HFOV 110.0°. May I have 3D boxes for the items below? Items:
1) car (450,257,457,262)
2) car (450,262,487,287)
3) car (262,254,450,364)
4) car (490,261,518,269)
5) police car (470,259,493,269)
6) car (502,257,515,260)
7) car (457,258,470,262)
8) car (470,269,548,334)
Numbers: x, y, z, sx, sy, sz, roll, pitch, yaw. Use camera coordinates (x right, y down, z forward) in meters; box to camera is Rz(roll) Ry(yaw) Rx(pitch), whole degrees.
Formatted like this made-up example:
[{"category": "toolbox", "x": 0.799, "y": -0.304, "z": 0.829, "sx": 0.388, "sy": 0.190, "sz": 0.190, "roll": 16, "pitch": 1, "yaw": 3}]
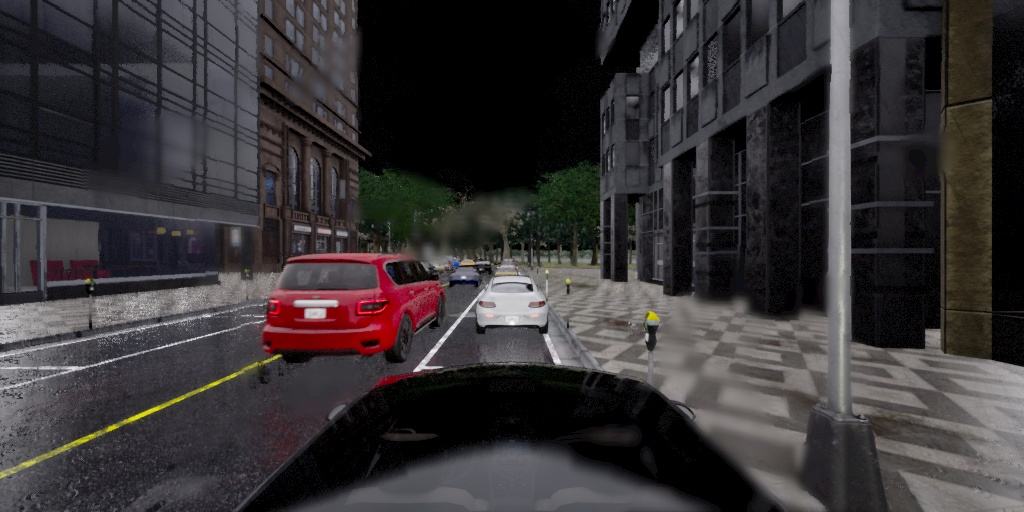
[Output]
[{"category": "car", "x": -8.908, "y": 1.201, "z": 47.173, "sx": 1.967, "sy": 1.591, "sz": 4.097, "roll": 0, "pitch": 0, "yaw": 0}, {"category": "car", "x": -3.044, "y": 1.316, "z": 24.550, "sx": 1.994, "sy": 1.385, "sz": 4.181, "roll": 0, "pitch": 0, "yaw": 0}, {"category": "car", "x": -3.045, "y": 0.972, "z": 8.231, "sx": 2.150, "sy": 2.045, "sz": 5.566, "roll": 0, "pitch": 0, "yaw": 0}, {"category": "car", "x": -0.383, "y": 1.278, "z": 25.593, "sx": 1.751, "sy": 1.417, "sz": 4.829, "roll": 0, "pitch": 0, "yaw": 0}, {"category": "police car", "x": -3.145, "y": 1.183, "z": 40.092, "sx": 1.930, "sy": 1.638, "sz": 5.238, "roll": 0, "pitch": 0, "yaw": 0}, {"category": "car", "x": -0.383, "y": 1.196, "z": 36.298, "sx": 1.967, "sy": 1.591, "sz": 4.097, "roll": 0, "pitch": 0, "yaw": 0}, {"category": "car", "x": -6.152, "y": 1.241, "z": 49.252, "sx": 1.882, "sy": 1.535, "sz": 5.008, "roll": 0, "pitch": 0, "yaw": 0}, {"category": "car", "x": 0.003, "y": 1.276, "z": 10.500, "sx": 1.812, "sy": 1.442, "sz": 4.674, "roll": 0, "pitch": 0, "yaw": 0}]
